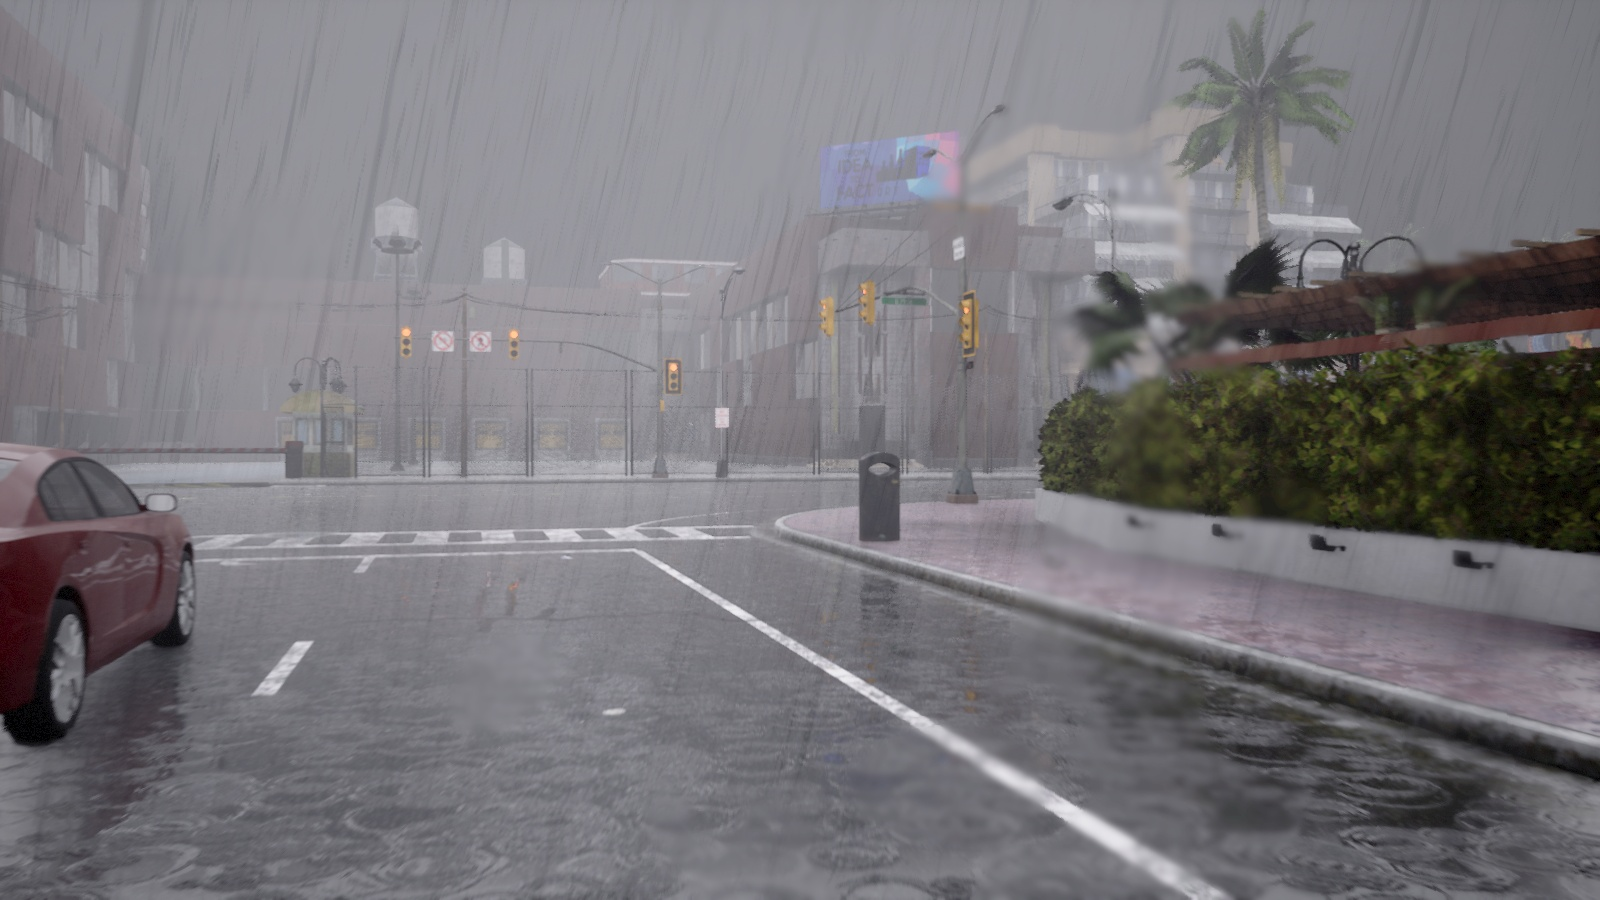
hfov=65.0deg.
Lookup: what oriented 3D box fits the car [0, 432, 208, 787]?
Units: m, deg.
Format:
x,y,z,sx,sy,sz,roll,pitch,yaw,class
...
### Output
x,y,z,sx,sy,sz,roll,pitch,yaw,class
-4.996,0.679,7.426,1.882,1.535,5.008,0,0,-16,car
